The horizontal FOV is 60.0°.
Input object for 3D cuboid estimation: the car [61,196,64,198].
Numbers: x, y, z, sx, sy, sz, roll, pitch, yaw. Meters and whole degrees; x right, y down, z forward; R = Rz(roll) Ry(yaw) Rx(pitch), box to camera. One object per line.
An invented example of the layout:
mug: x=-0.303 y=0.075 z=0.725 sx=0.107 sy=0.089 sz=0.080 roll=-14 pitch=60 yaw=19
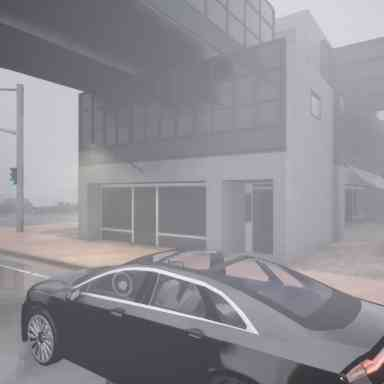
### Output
car: x=-12.587 y=1.478 z=39.671 sx=1.882 sy=1.535 sz=5.008 roll=0 pitch=0 yaw=37

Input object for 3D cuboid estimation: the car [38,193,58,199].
car: x=-30.613 y=1.153 z=69.413 sx=4.605 sy=1.855 sz=1.932 roll=0 pitch=0 yaw=35

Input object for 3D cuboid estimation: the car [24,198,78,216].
car: x=-13.426 y=1.601 z=32.665 sx=1.895 sy=1.301 sz=4.718 roll=0 pitch=0 yaw=36

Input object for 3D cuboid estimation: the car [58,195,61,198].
car: x=-28.886 y=1.364 z=71.739 sx=3.905 sy=1.438 sz=1.784 roll=0 pitch=0 yaw=35

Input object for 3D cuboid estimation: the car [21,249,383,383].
car: x=-0.235 y=1.492 z=4.160 sx=4.902 sy=1.511 sz=2.128 roll=0 pitch=0 yaw=35

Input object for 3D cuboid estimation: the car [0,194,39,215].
car: x=-17.924 y=1.352 z=32.439 sx=2.097 sy=1.767 sz=4.553 roll=0 pitch=0 yaw=36
